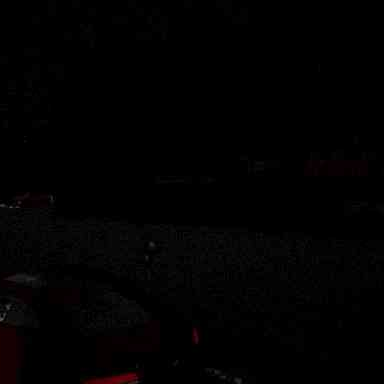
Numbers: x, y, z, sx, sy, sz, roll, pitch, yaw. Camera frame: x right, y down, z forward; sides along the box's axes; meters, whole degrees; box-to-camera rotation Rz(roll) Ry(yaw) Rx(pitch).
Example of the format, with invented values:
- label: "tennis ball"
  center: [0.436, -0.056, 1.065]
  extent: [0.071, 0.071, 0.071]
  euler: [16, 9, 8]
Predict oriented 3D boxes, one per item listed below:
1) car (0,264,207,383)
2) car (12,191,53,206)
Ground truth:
- label: "car"
  center: [-1.791, 1.581, 4.077]
  extent: [4.206, 1.307, 1.802]
  euler: [0, 1, 36]
- label: "car"
  center: [-19.795, 0.764, 41.361]
  extent: [2.097, 1.767, 4.553]
  euler: [1, 2, 35]
